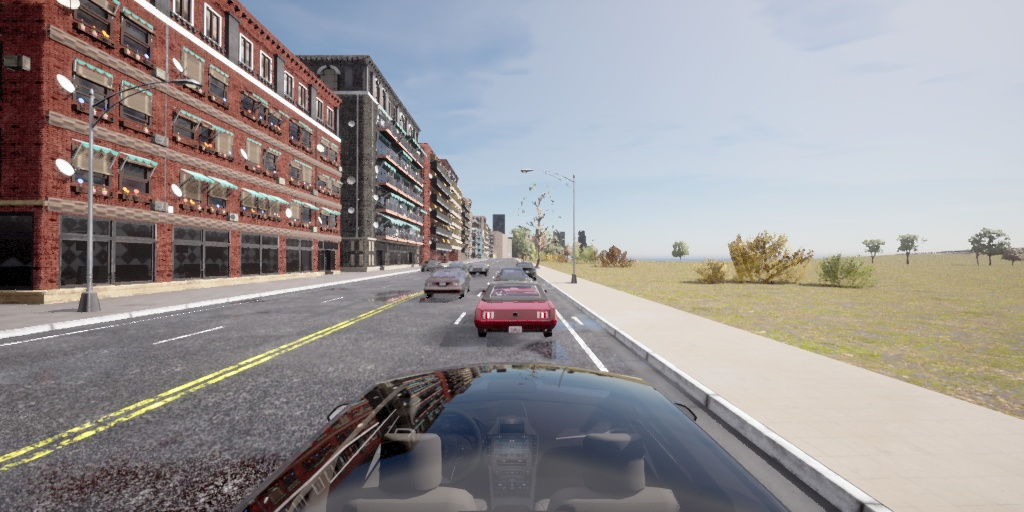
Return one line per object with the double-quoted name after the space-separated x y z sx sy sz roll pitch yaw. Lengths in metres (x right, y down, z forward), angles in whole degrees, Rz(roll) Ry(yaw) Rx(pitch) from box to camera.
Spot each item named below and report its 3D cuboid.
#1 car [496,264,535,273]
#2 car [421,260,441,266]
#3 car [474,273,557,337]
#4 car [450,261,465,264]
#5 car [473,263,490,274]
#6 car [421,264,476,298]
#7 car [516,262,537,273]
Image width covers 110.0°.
0.031 1.317 20.259 1.994 1.385 4.181 0 0 0 "car"
-9.990 1.258 44.553 1.837 1.490 4.892 0 0 0 "car"
0.073 1.352 10.229 1.895 1.301 4.718 0 0 0 "car"
-6.740 1.300 44.078 2.033 1.411 5.357 0 0 0 "car"
-3.262 1.354 36.232 1.895 1.301 4.718 0 0 0 "car"
-3.189 1.299 18.395 2.033 1.411 5.357 0 0 -2 "car"
1.044 1.259 30.254 1.837 1.490 4.892 0 0 0 "car"
